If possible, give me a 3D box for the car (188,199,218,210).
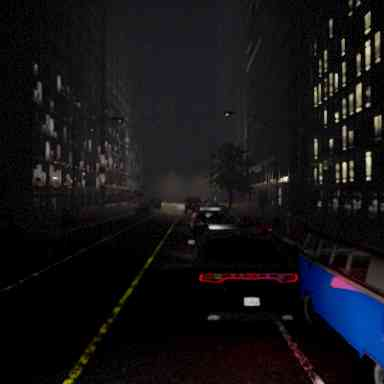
[{"bbox_3d":[0.978,1.596,23.557,2.097,1.767,4.553,0,-1,0],"label":"car"}]

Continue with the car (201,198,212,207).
[{"bbox_3d":[2.912,2.099,67.175,1.967,1.590,4.097,0,0,0],"label":"car"}]

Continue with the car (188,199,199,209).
[{"bbox_3d":[0.192,2.088,58.348,1.837,1.490,4.892,0,-1,0],"label":"car"}]

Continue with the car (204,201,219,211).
[{"bbox_3d":[2.856,2.058,50.097,2.008,1.369,4.403,0,-1,0],"label":"car"}]

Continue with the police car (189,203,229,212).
[{"bbox_3d":[0.960,1.609,17.696,1.930,1.638,5.238,0,-1,0],"label":"police car"}]

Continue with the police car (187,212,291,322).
[{"bbox_3d":[0.928,1.506,7.696,1.930,1.638,5.238,0,-1,0],"label":"police car"}]

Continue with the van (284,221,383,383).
[{"bbox_3d":[2.708,1.387,4.563,1.690,1.788,3.998,0,-1,0],"label":"van"}]

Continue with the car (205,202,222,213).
[{"bbox_3d":[2.838,2.005,44.405,2.008,1.369,4.403,0,-1,0],"label":"car"}]

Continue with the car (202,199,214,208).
[{"bbox_3d":[2.894,2.049,61.483,1.967,1.590,4.097,0,-1,0],"label":"car"}]

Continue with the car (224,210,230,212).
[{"bbox_3d":[2.745,1.746,15.944,1.802,1.307,4.206,0,-1,0],"label":"car"}]

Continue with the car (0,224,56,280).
[{"bbox_3d":[-5.654,1.695,10.282,1.802,1.307,4.206,0,-1,0],"label":"car"}]

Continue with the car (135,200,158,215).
[{"bbox_3d":[-5.561,1.957,38.744,2.008,1.369,4.403,0,-1,0],"label":"car"}]

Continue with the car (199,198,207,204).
[{"bbox_3d":[2.987,2.397,89.943,1.887,1.381,4.507,0,0,0],"label":"car"}]

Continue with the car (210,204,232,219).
[{"bbox_3d":[2.801,1.923,33.021,1.802,1.307,4.206,0,-1,0],"label":"car"}]

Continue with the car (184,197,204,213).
[{"bbox_3d":[0.149,1.672,43.796,2.150,2.045,5.566,0,-1,0],"label":"car"}]

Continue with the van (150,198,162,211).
[{"bbox_3d":[-5.524,1.856,50.130,1.690,1.788,3.998,0,-1,0],"label":"van"}]
